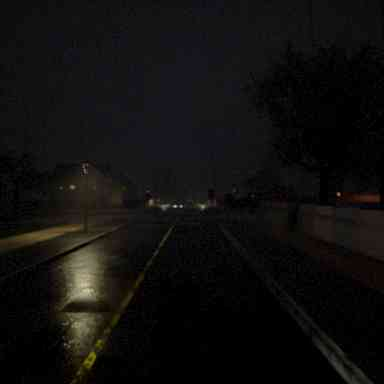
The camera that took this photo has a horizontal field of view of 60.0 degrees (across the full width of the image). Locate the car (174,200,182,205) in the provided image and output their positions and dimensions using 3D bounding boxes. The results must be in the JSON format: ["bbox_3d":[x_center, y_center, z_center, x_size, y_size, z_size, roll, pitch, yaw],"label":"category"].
[{"bbox_3d":[-3.307,2.519,79.855,1.895,1.301,4.718,0,-1,-1],"label":"car"}]

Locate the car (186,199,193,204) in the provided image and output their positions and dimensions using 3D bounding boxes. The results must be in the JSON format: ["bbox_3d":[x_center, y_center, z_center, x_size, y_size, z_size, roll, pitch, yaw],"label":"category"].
[{"bbox_3d":[-0.746,2.564,91.409,1.895,1.301,4.718,0,-1,-2],"label":"car"}]

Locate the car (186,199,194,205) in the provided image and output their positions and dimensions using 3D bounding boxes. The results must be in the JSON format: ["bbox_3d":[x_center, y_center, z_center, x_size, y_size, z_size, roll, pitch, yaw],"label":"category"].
[{"bbox_3d":[-0.574,2.528,80.967,1.895,1.301,4.718,0,-1,-1],"label":"car"}]
